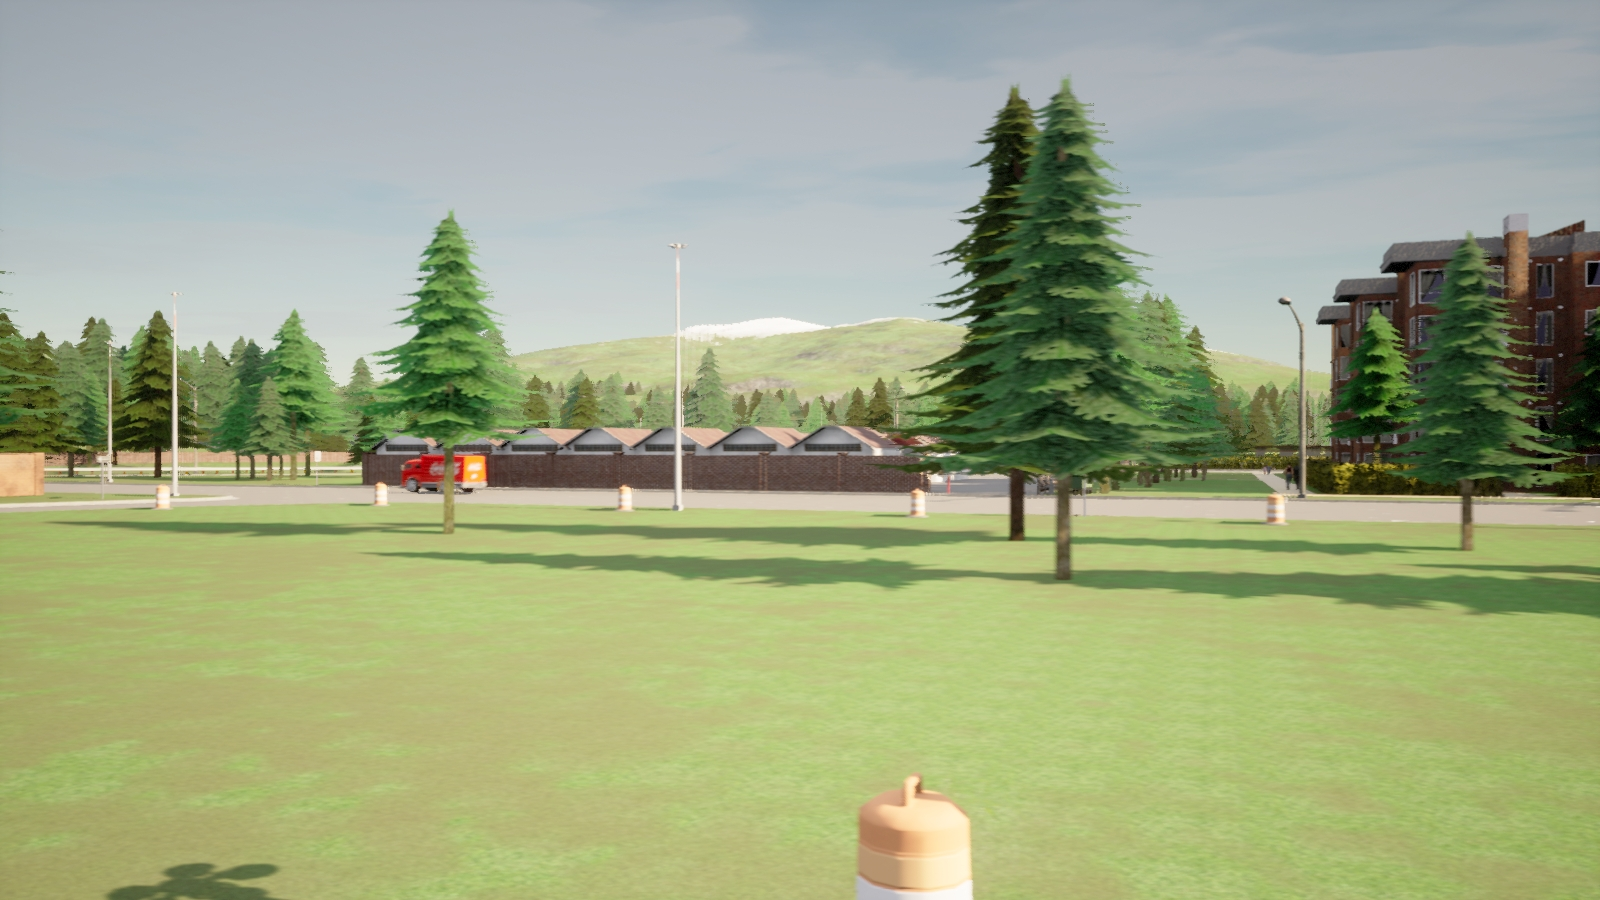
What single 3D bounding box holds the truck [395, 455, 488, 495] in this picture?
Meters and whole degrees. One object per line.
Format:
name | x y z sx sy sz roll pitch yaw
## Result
truck | -23.094 1.568 73.644 5.204 2.467 2.627 0 0 20
